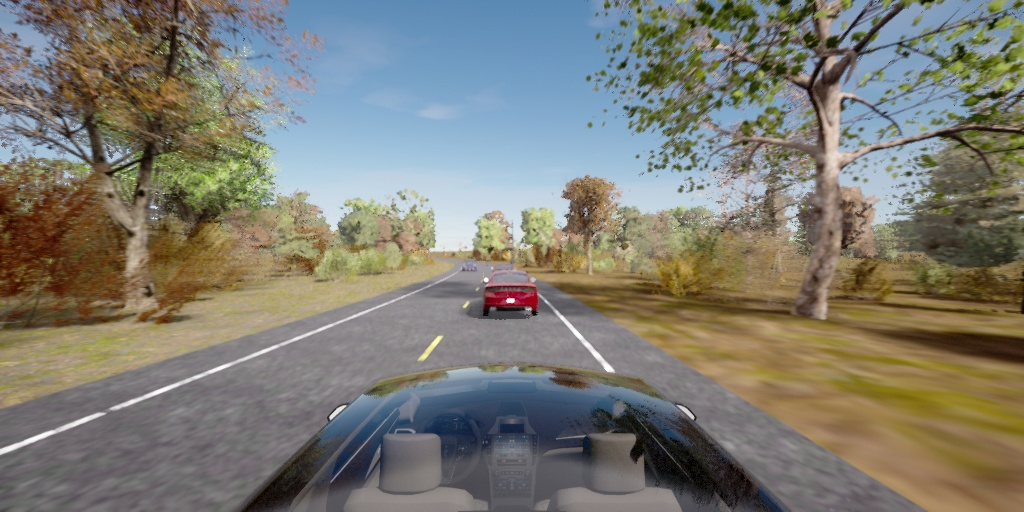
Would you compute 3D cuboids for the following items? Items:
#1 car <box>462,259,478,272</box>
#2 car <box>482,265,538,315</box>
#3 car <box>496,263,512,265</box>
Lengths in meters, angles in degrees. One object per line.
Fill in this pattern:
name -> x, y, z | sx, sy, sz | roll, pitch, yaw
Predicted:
car -> -5.887, 1.256, 50.479 | 2.097, 1.767, 4.553 | 0, 0, -5
car -> -0.089, 1.278, 13.860 | 1.882, 1.535, 5.008 | 0, 0, -1
car -> -0.682, 1.329, 29.383 | 1.882, 1.535, 5.008 | 0, 0, -3
